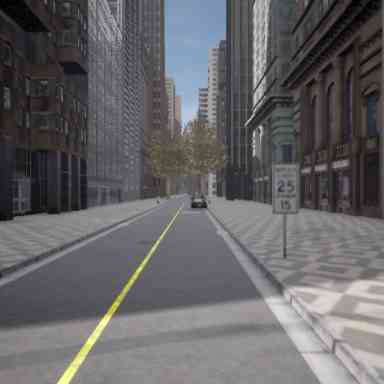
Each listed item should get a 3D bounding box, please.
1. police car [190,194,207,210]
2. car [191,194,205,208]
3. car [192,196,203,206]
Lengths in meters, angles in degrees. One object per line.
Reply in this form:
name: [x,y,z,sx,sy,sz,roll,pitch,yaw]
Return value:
police car: [0.900,1.466,42.793,1.930,1.638,5.238,0,0,0]
car: [0.896,1.350,52.712,2.150,2.045,5.566,0,0,0]
car: [0.899,1.549,58.873,1.801,1.575,5.366,0,0,0]
